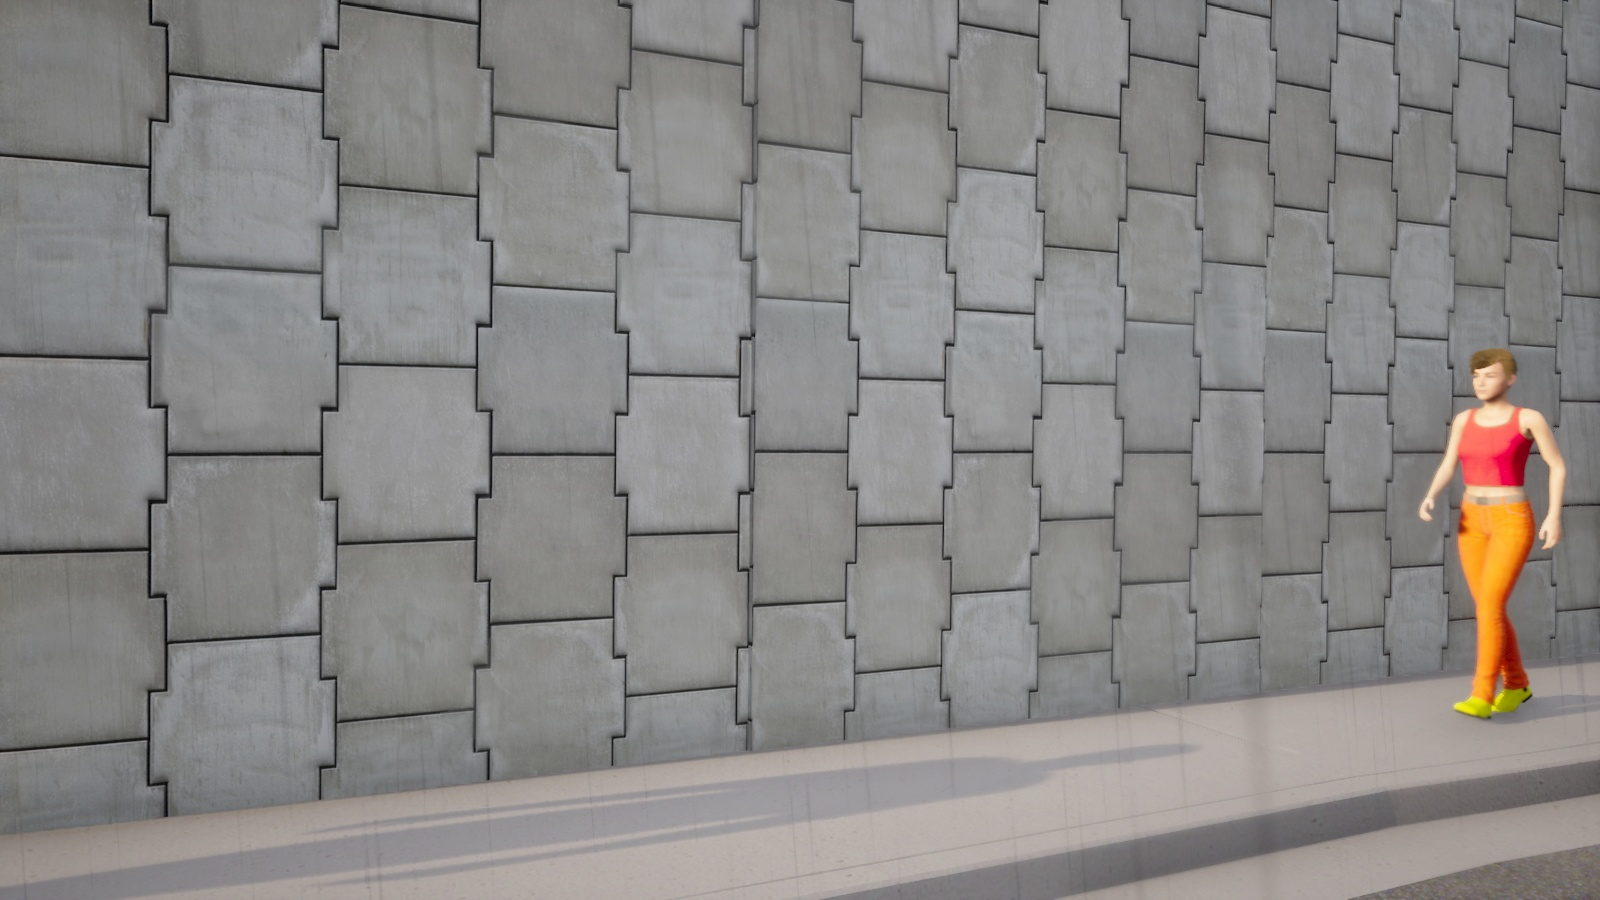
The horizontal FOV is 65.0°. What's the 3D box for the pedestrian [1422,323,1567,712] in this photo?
[{"bbox_3d":[3.432,0.314,6.207,0.594,1.836,0.345,-1,1,-26],"label":"pedestrian"}]
